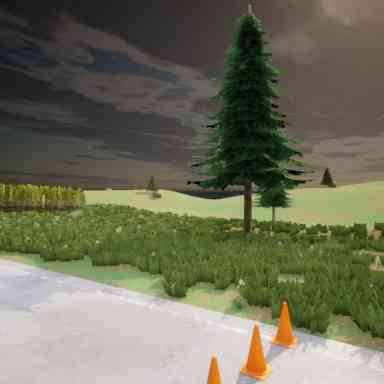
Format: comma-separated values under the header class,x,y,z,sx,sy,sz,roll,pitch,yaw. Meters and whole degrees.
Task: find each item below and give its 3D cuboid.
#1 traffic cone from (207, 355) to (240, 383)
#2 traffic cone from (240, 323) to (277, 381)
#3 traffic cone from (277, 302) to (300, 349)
class,x,y,z,sx,sy,sz,roll,pitch,yaw
traffic cone,0.226,1.955,3.372,0.340,0.580,0.340,0,0,36
traffic cone,0.810,1.955,4.184,0.340,0.580,0.340,0,0,36
traffic cone,1.395,1.955,4.995,0.340,0.580,0.340,0,0,36
